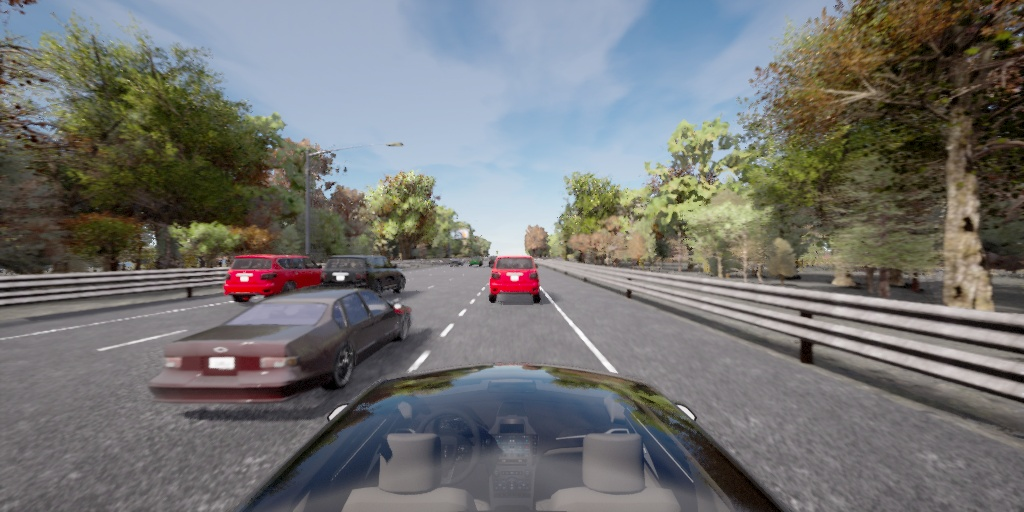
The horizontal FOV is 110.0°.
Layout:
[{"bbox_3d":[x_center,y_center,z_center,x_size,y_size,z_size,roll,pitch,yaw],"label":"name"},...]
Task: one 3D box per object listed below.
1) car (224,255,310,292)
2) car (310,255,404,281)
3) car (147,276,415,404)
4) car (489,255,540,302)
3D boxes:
[{"bbox_3d":[-10.383,0.973,16.604,2.150,2.045,5.566,0,0,0],"label":"car"},{"bbox_3d":[-6.882,0.973,17.083,2.150,2.045,5.566,0,0,0],"label":"car"},{"bbox_3d":[-3.399,1.297,6.715,2.033,1.411,5.357,0,0,0],"label":"car"},{"bbox_3d":[0.118,0.974,17.109,2.150,2.045,5.566,0,0,0],"label":"car"}]
